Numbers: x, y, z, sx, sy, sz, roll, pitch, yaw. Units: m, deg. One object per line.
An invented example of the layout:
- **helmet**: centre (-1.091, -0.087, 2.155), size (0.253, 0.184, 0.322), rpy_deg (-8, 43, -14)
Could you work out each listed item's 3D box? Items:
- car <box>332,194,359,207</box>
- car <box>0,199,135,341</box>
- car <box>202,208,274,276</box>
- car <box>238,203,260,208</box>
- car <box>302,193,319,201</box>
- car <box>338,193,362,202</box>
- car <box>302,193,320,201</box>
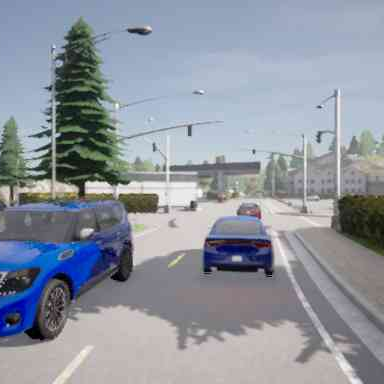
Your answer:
- **car**: centre (20.991, 1.393, 43.502), size (5.027, 1.636, 2.152), rpy_deg (0, 0, 11)
- **car**: centre (-2.889, 1.212, 6.968), size (2.150, 2.045, 5.566), rpy_deg (0, 0, 8)
- **car**: centre (1.485, 1.483, 10.550), size (1.882, 1.535, 5.008), rpy_deg (0, 0, 9)
- **car**: centre (4.822, 1.579, 28.127), size (1.994, 1.385, 4.181), rpy_deg (0, 0, 11)
- **car**: centre (27.465, 1.444, 77.143), size (3.806, 1.475, 1.970), rpy_deg (0, 0, 11)
- **car**: centre (35.797, 1.204, 75.565), size (4.605, 1.855, 1.932), rpy_deg (0, 0, 11)
- **car**: centre (28.698, 1.164, 80.290), size (3.866, 1.878, 1.905), rpy_deg (0, 0, 11)
